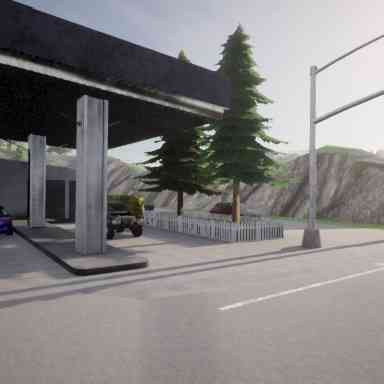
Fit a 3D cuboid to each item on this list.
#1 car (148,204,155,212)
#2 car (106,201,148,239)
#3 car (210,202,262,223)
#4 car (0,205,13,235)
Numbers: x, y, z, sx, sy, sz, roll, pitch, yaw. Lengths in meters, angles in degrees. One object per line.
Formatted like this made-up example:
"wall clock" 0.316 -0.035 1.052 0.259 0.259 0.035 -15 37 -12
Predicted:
"car" -6.322 1.730 40.485 1.895 1.301 4.718 1 0 -35
"car" -4.313 1.448 18.354 1.905 1.878 3.866 1 0 -35
"car" 3.421 1.594 26.381 2.097 1.767 4.553 1 0 -35
"car" -11.442 1.524 18.627 2.242 1.667 4.611 1 0 -35
